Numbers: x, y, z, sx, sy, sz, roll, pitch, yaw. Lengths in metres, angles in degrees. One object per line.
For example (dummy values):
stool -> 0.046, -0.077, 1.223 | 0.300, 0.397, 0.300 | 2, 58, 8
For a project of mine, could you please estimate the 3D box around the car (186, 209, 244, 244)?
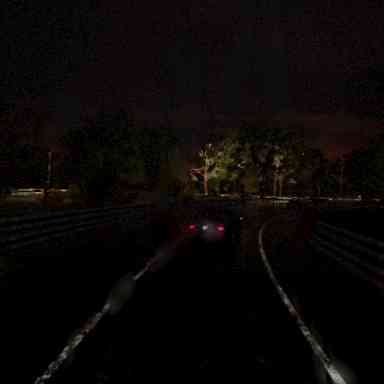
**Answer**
car -> 1.258, 1.512, 15.786 | 2.033, 1.411, 5.357 | 1, 0, 16

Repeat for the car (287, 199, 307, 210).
car -> 15.045, 1.799, 47.346 | 2.128, 1.511, 4.902 | 2, 0, 35
